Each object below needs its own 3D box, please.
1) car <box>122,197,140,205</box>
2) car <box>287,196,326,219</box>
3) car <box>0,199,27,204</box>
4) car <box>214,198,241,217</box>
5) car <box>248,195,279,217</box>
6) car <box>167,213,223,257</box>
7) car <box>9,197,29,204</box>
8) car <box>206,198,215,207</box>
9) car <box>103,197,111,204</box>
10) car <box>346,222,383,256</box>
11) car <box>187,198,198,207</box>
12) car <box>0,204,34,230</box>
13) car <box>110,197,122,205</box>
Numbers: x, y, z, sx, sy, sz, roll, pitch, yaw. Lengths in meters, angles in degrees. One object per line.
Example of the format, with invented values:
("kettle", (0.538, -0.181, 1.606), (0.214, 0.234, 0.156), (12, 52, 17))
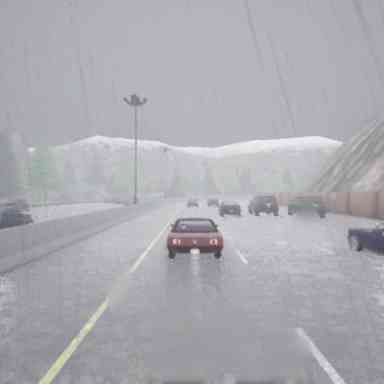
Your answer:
("car", (-10.526, 1.726, 60.026), (2.128, 1.511, 4.902), (0, 0, 1))
("car", (10.601, 1.348, 31.139), (2.150, 2.045, 5.566), (0, 0, 0))
("car", (-17.590, 1.628, 30.667), (1.837, 1.490, 4.892), (0, 0, 0))
("car", (3.599, 1.609, 32.861), (1.882, 1.535, 5.008), (0, 0, 0))
("car", (7.100, 1.357, 33.390), (2.150, 2.045, 5.566), (0, 0, 0))
("car", (0.099, 1.654, 13.054), (1.895, 1.301, 4.718), (0, 0, 0))
("car", (-21.078, 1.509, 39.199), (2.097, 1.767, 4.553), (0, 0, 0))
("car", (3.598, 1.735, 57.496), (1.837, 1.490, 4.892), (0, 0, 0))
("car", (-17.437, 1.752, 70.847), (2.033, 1.411, 5.357), (0, 0, 2))
("car", (7.103, 1.646, 11.208), (1.895, 1.301, 4.718), (0, 0, 0))
("car", (0.097, 1.778, 57.577), (2.033, 1.411, 5.357), (0, 0, 0))
("car", (-10.600, 1.620, 18.100), (2.033, 1.411, 5.357), (0, 0, 0))
("car", (-14.008, 1.807, 64.941), (1.994, 1.385, 4.181), (0, 0, 0))
